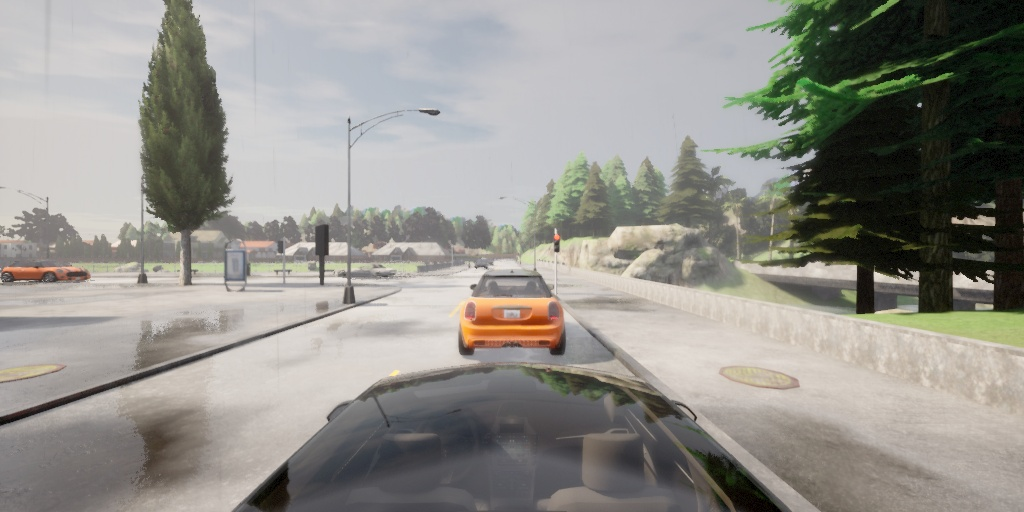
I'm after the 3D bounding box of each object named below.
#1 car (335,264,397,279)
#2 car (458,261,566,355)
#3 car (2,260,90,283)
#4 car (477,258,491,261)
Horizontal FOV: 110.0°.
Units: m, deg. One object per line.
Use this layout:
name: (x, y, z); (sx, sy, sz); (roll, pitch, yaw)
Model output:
car: (-12.742, 1.347, 31.426); (4.718, 1.301, 1.895); (0, 0, 0)
car: (-0.001, 1.101, 8.818); (2.097, 1.767, 4.553); (0, 0, 0)
car: (-34.825, 1.099, 26.909); (4.553, 1.767, 2.097); (0, 0, -1)
car: (-4.549, 1.248, 54.038); (1.837, 1.490, 4.892); (0, 0, 0)
